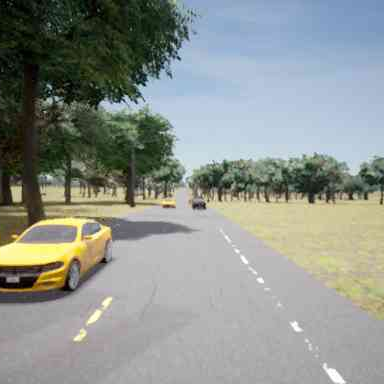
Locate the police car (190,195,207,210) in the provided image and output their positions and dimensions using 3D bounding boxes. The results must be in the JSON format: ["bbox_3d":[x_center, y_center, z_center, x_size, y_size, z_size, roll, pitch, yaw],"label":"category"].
[{"bbox_3d":[1.050,1.662,47.543,1.930,1.638,5.238,0,-1,0],"label":"police car"}]

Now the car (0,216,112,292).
[{"bbox_3d":[-3.600,1.498,9.192,1.882,1.535,5.008,0,0,0],"label":"car"}]

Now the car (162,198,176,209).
[{"bbox_3d":[-3.563,1.758,51.609,1.882,1.535,5.008,0,-1,0],"label":"car"}]
